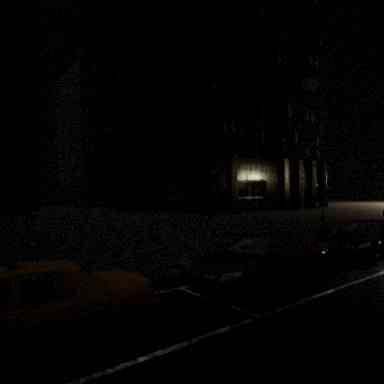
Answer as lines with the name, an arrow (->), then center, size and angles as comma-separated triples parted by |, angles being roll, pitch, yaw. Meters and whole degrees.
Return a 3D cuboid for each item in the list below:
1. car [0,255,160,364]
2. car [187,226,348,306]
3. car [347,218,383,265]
car -> -2.780, 1.617, 4.566 | 4.829, 1.417, 1.752 | 0, -1, -38
car -> 1.821, 1.638, 8.176 | 4.206, 1.307, 1.802 | 0, -1, -38
car -> 6.287, 1.603, 11.681 | 4.206, 1.307, 1.802 | 0, -1, -38
